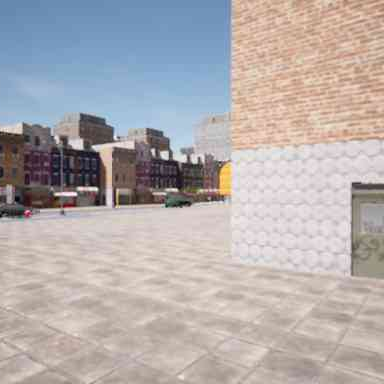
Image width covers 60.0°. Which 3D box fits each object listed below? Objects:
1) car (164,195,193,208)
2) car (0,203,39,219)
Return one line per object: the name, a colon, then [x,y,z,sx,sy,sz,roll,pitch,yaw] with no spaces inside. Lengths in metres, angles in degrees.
car: [-2.074,1.561,53.297,2.150,2.045,5.566,0,0,36]
car: [-17.238,1.806,32.203,1.812,1.442,4.674,0,0,36]
